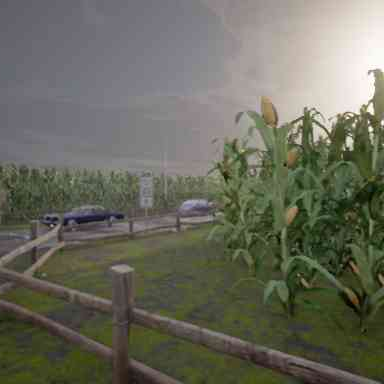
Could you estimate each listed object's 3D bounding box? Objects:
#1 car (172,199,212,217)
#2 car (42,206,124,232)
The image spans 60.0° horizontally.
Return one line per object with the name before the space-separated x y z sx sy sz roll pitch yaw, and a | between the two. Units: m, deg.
car | 0.174 1.351 29.105 1.812 1.442 4.674 0 0 36
car | -6.380 1.500 19.884 1.895 1.301 4.718 0 1 34
